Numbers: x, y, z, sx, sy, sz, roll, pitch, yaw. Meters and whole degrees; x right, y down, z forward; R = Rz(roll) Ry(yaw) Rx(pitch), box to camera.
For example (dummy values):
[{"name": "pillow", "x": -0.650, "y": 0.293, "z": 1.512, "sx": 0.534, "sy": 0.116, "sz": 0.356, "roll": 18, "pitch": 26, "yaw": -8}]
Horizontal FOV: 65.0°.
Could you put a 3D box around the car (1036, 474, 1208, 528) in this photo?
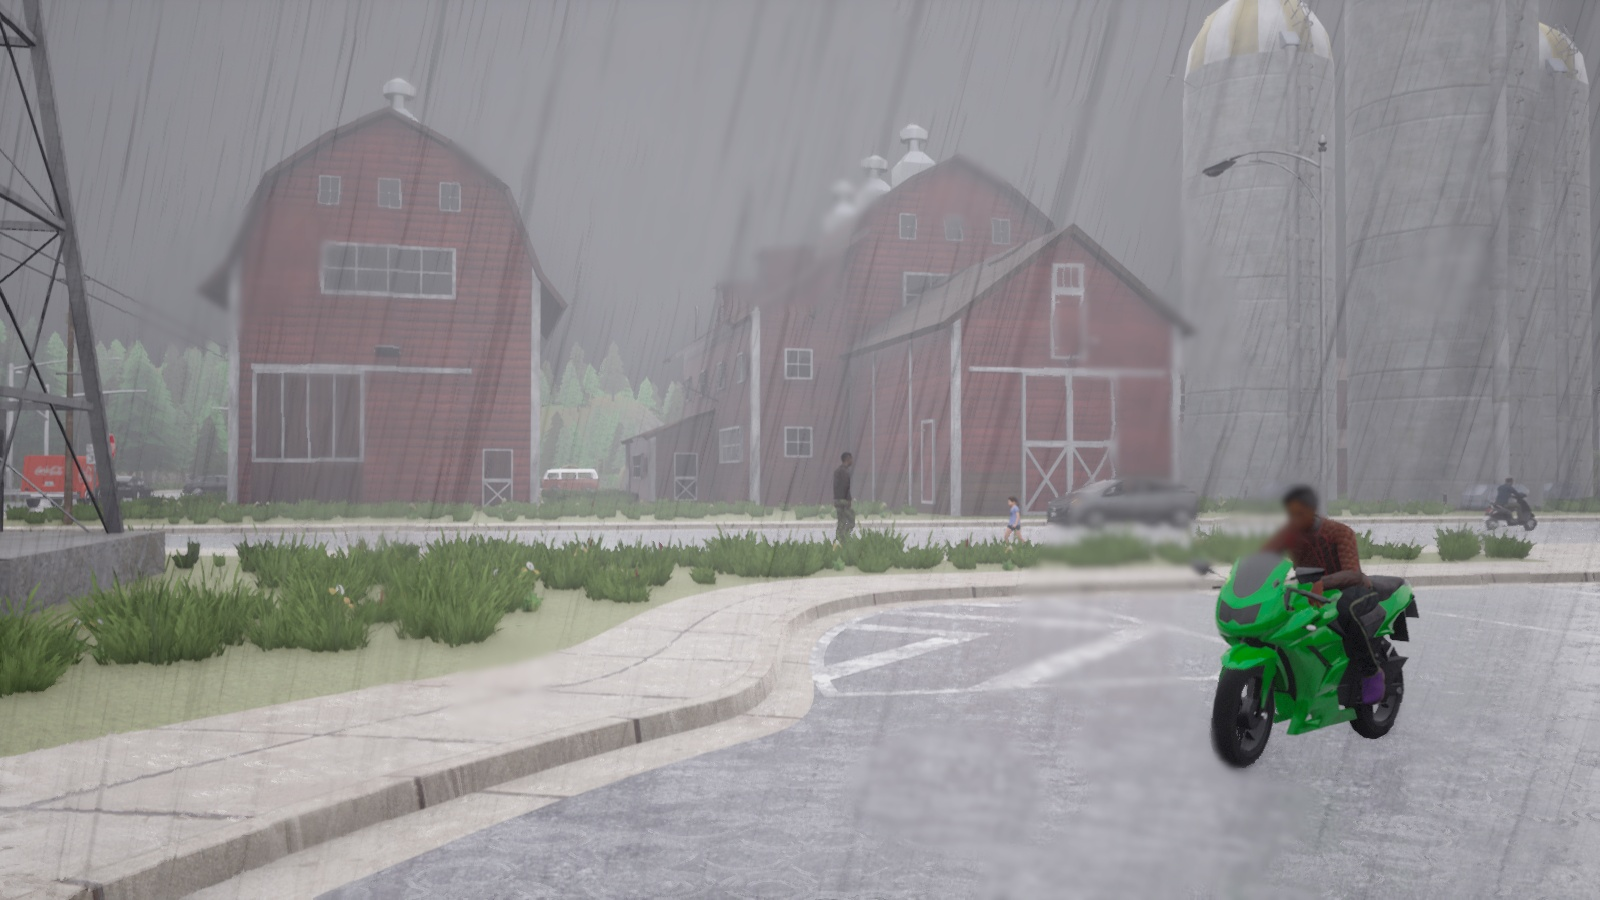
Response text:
[{"name": "car", "x": 9.515, "y": 1.474, "z": 37.180, "sx": 4.514, "sy": 1.525, "sz": 2.007, "roll": 0, "pitch": -1, "yaw": -15}]

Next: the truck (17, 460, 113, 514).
[{"name": "truck", "x": -35.318, "y": 1.752, "z": 60.527, "sx": 2.627, "sy": 2.467, "sz": 5.204, "roll": 0, "pitch": -1, "yaw": -14}]

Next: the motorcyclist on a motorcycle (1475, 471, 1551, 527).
[{"name": "motorcyclist on a motorcycle", "x": 20.756, "y": 1.408, "z": 36.558, "sx": 1.817, "sy": 1.590, "sz": 0.866, "roll": 0, "pitch": -1, "yaw": -15}]

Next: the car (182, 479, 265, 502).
[{"name": "car", "x": -39.240, "y": 2.754, "z": 85.625, "sx": 4.892, "sy": 1.490, "sz": 1.837, "roll": 0, "pitch": -1, "yaw": -15}]

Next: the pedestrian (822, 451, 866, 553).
[{"name": "pedestrian", "x": 0.805, "y": 0.937, "z": 22.890, "sx": 0.703, "sy": 1.840, "sz": 0.431, "roll": 0, "pitch": -1, "yaw": -14}]

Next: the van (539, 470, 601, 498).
[{"name": "van", "x": -17.420, "y": 2.544, "z": 95.086, "sx": 4.480, "sy": 2.038, "sz": 2.069, "roll": 0, "pitch": -1, "yaw": -15}]

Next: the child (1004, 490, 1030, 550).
[{"name": "child", "x": 4.093, "y": 1.317, "z": 23.702, "sx": 0.394, "sy": 1.110, "sz": 0.255, "roll": 0, "pitch": -1, "yaw": -14}]

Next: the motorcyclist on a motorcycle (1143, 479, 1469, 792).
[{"name": "motorcyclist on a motorcycle", "x": 2.898, "y": 0.933, "z": 7.092, "sx": 2.044, "sy": 1.523, "sz": 0.797, "roll": 2, "pitch": -2, "yaw": -39}]

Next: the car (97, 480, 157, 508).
[{"name": "car", "x": -37.835, "y": 2.464, "z": 70.682, "sx": 1.837, "sy": 1.490, "sz": 4.892, "roll": 0, "pitch": -1, "yaw": -14}]
